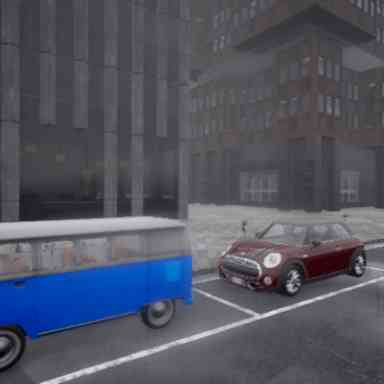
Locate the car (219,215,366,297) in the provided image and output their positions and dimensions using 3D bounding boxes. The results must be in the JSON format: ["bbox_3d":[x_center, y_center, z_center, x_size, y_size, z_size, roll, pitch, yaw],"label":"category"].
[{"bbox_3d":[2.629,1.433,8.526,4.097,1.590,1.967,0,0,-36],"label":"car"}]

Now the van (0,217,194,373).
[{"bbox_3d":[-1.867,1.339,5.316,3.998,1.788,1.690,0,0,-36],"label":"van"}]
